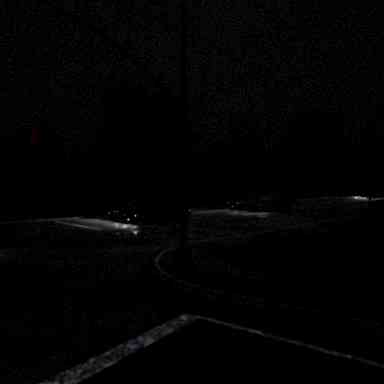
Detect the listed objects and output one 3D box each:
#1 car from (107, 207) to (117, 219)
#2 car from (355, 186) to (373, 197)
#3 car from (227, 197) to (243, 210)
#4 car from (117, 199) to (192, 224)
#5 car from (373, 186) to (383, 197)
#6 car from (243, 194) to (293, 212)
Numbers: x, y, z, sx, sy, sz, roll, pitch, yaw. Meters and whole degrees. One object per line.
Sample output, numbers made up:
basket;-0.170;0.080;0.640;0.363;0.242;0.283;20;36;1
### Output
car;-4.534;1.397;27.255;4.892;1.490;1.837;-1;1;-40
car;24.746;-0.095;46.281;4.181;1.385;1.994;-4;2;-25
car;5.987;1.115;35.525;4.718;1.301;1.895;-3;2;-34
car;-2.444;1.454;24.528;5.357;1.411;2.033;-1;1;-44
car;26.548;-0.179;43.269;4.902;1.511;2.128;-4;2;-25
car;7.718;1.018;32.442;5.008;1.535;1.882;-3;2;-35
